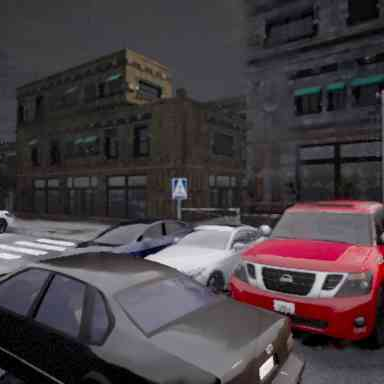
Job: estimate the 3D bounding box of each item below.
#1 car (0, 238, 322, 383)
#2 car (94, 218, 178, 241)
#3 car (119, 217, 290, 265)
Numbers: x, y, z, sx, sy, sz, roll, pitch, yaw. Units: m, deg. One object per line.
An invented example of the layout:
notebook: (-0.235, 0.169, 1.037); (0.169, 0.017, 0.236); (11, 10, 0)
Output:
car: (-1.387, 1.560, 4.366); (5.357, 1.411, 2.033); (0, 0, 36)
car: (-1.615, 1.579, 10.066); (2.163, 1.488, 4.792); (-1, 0, 35)
car: (0.650, 1.563, 8.491); (2.002, 1.452, 4.674); (-1, 0, 35)
